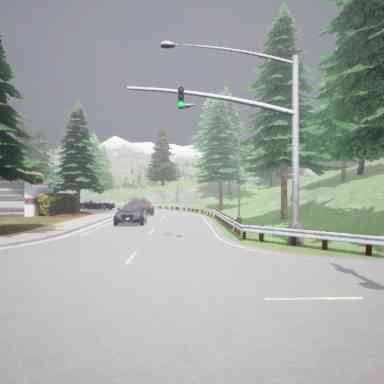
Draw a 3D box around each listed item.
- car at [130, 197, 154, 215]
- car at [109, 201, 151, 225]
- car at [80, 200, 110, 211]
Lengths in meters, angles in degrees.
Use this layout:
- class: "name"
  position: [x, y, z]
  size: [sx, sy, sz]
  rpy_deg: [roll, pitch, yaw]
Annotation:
- class: "car"
  position: [-5.241, 1.348, 33.407]
  size: [2.097, 1.767, 4.553]
  rpy_deg: [0, 0, -20]
- class: "car"
  position: [-4.290, 1.561, 23.627]
  size: [1.994, 1.385, 4.181]
  rpy_deg: [0, 0, -3]
- class: "car"
  position: [-11.907, 1.603, 41.066]
  size: [4.718, 1.301, 1.895]
  rpy_deg: [0, 0, 13]
